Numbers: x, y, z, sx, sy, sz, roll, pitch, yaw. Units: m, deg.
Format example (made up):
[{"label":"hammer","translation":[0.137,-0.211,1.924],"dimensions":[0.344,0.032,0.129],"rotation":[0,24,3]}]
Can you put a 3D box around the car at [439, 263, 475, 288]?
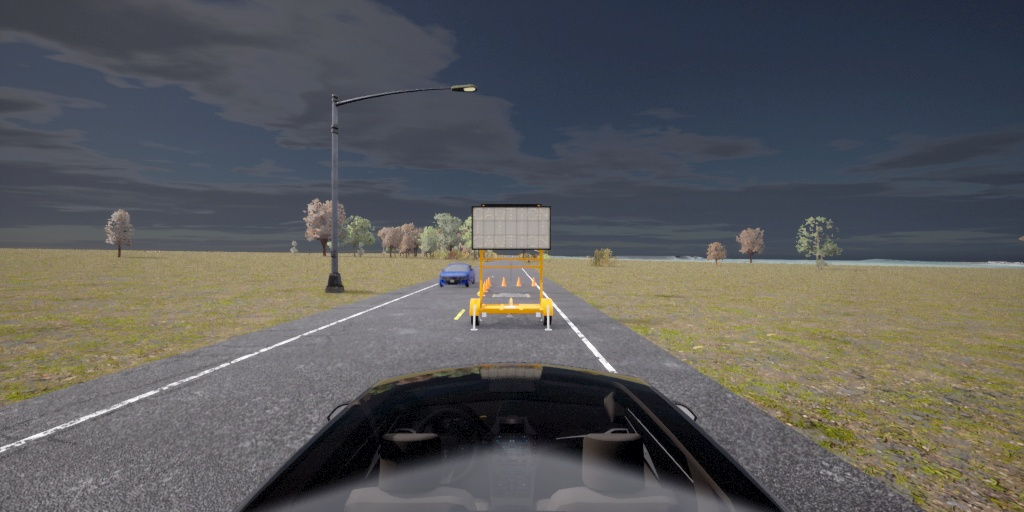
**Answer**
[{"label":"car","translation":[-3.555,1.229,23.850],"dimensions":[1.882,1.535,5.008],"rotation":[0,0,0]}]

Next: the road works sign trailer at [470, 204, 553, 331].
[{"label":"road works sign trailer","translation":[-0.023,0.215,11.023],"dimensions":[2.380,3.560,2.880],"rotation":[0,0,0]}]
